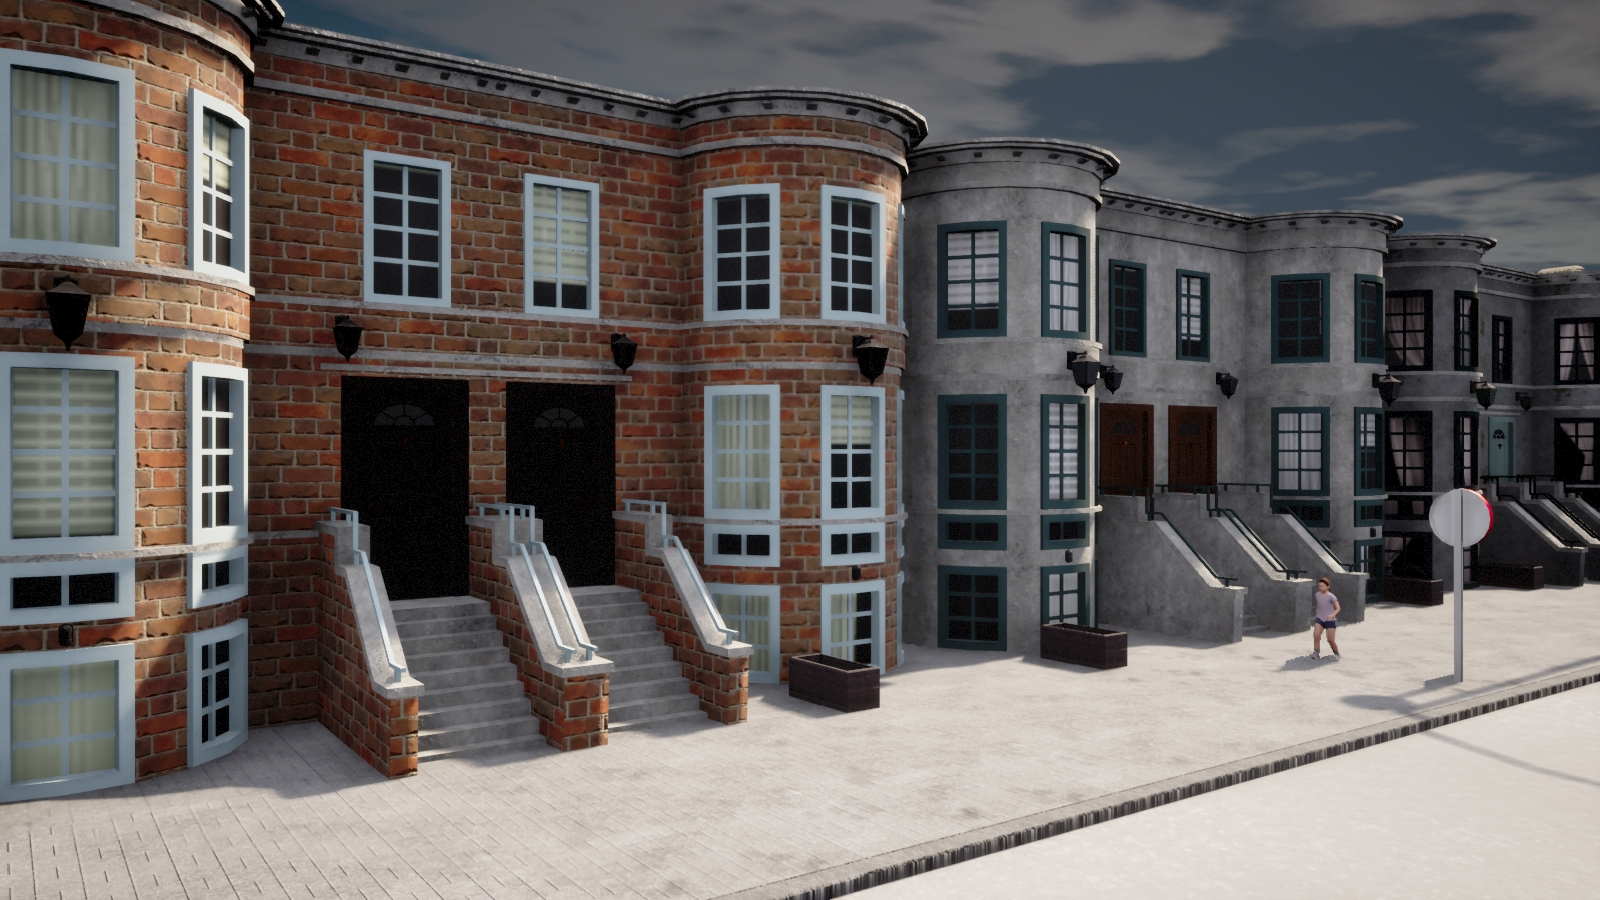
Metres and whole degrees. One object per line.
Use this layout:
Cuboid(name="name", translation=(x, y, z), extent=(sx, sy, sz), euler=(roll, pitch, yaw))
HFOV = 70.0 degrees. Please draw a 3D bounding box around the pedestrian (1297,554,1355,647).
Cuboid(name="pedestrian", translation=(6.712, 1.904, 14.586), extent=(0.500, 1.100, 0.500), euler=(0, 0, -37))
